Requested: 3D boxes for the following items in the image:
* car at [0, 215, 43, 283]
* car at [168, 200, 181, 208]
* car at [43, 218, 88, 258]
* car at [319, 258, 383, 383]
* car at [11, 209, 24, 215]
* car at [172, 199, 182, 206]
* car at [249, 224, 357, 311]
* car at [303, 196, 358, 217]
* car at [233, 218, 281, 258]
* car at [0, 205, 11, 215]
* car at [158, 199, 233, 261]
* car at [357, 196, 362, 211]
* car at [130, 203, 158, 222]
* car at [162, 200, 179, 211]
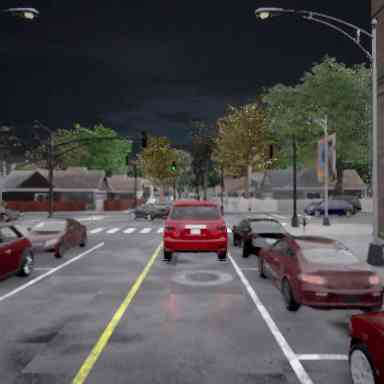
[{"bbox_3d":[-5.385,1.507,7.623,1.967,1.590,4.097,0,0,0],"label":"car"},{"bbox_3d":[-3.023,2.099,58.368,1.994,1.385,4.181,0,-1,0],"label":"car"},{"bbox_3d":[-5.384,1.696,13.140,1.802,1.307,4.206,0,0,0],"label":"car"},{"bbox_3d":[2.638,1.564,2.103,1.887,1.381,4.507,0,0,0],"label":"car"},{"bbox_3d":[-17.509,1.857,29.432,4.892,1.490,1.837,0,0,0],"label":"car"},{"bbox_3d":[-3.047,2.161,68.618,1.812,1.442,4.674,0,-1,0],"label":"car"},{"bbox_3d":[2.640,1.649,7.621,1.802,1.307,4.206,0,0,0],"label":"car"},{"bbox_3d":[13.391,1.548,32.853,4.553,1.767,2.097,0,0,0],"label":"car"},{"bbox_3d":[2.642,1.680,13.139,1.947,1.339,4.313,0,0,0],"label":"car"},{"bbox_3d":[-17.122,1.886,26.181,4.181,1.385,1.994,0,0,0],"label":"car"},{"bbox_3d":[0.110,1.336,12.973,2.150,2.045,5.566,0,0,0],"label":"car"},{"bbox_3d":[15.442,1.433,36.135,5.566,2.045,2.150,0,0,-2],"label":"car"},{"bbox_3d":[-3.706,1.771,29.235,1.837,1.490,4.892,2,-2,-37],"label":"car"},{"bbox_3d":[-3.038,1.986,48.480,2.033,1.411,5.357,0,-1,0],"label":"car"}]
